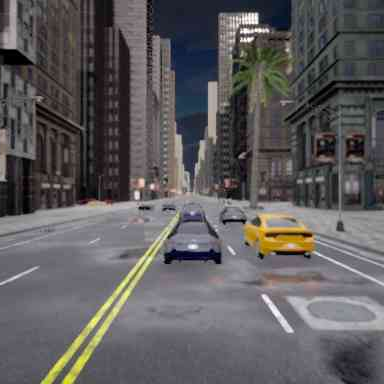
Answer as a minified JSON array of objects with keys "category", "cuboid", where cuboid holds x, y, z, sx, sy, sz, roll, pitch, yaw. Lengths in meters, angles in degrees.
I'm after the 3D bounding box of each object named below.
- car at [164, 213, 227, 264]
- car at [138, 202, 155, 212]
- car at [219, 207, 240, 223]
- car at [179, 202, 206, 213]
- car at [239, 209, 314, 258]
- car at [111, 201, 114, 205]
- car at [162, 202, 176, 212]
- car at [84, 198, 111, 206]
[{"category":"car","cuboid":[0.048,1.715,12.513,1.994,1.385,4.181,0,-1,1]},{"category":"car","cuboid":[-6.580,2.162,48.144,1.895,1.301,4.718,0,-1,0]},{"category":"car","cuboid":[3.303,1.891,27.518,1.994,1.385,4.181,0,-1,1]},{"category":"car","cuboid":[0.049,1.675,27.216,2.097,1.767,4.553,0,-1,1]},{"category":"car","cuboid":[3.306,1.639,13.497,1.882,1.535,5.008,0,0,0]},{"category":"car","cuboid":[-23.957,2.869,92.407,4.507,1.381,1.887,-1,0,0]},{"category":"car","cuboid":[-3.329,2.112,48.559,2.033,1.411,5.357,0,-1,0]},{"category":"car","cuboid":[-23.819,2.791,83.880,4.829,1.417,1.752,-1,0,0]}]
